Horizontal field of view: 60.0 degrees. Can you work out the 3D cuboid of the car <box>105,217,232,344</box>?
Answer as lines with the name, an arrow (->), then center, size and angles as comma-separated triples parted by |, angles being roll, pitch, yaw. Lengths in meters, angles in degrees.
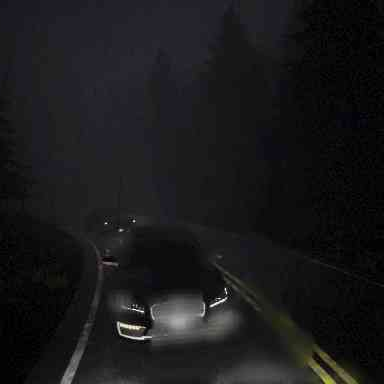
car -> -0.645, 1.495, 6.812 | 1.837, 1.490, 4.892 | -1, 0, -11

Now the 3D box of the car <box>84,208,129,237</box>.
car -> -4.632, 1.612, 18.546 | 1.895, 1.301, 4.718 | -3, 1, -29
